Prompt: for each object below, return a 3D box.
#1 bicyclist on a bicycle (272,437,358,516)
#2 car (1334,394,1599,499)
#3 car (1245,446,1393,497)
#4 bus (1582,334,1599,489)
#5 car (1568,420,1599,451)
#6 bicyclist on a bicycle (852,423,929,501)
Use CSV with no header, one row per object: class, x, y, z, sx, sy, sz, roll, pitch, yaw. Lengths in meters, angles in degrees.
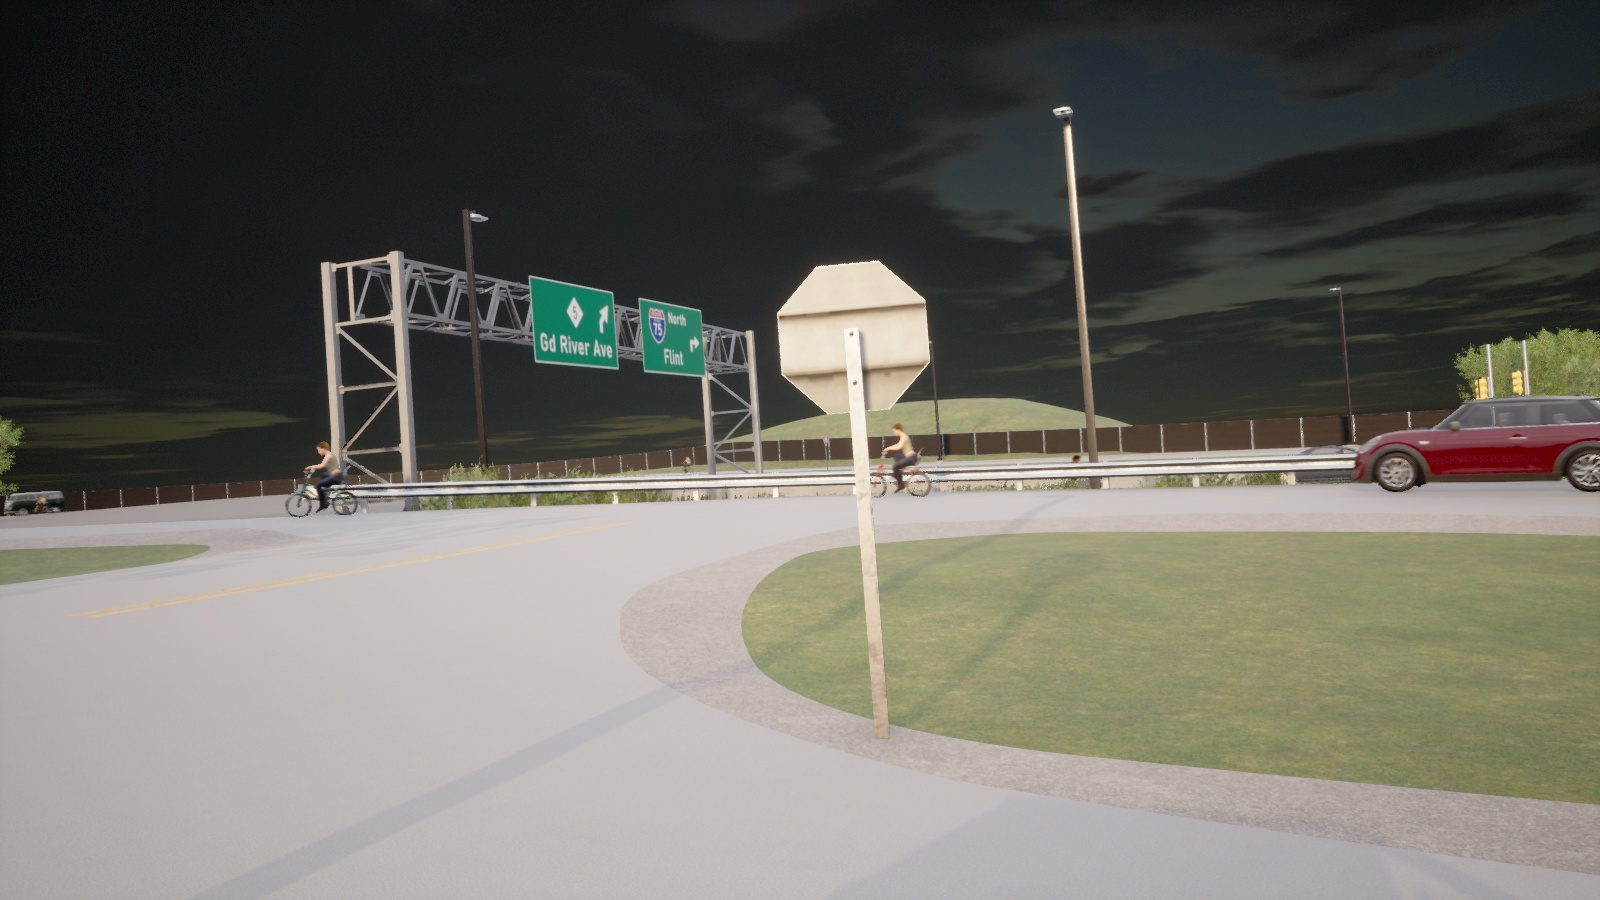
bicyclist on a bicycle,-10.391,0.565,26.937,1.509,1.612,0.866,-2,0,-7
car,12.461,-0.054,23.014,4.553,1.767,2.097,-1,1,35
car,16.457,0.687,39.995,4.181,1.385,1.994,-3,0,21
bus,26.639,-1.254,32.368,10.273,4.253,3.944,-3,0,21
car,38.283,-0.741,58.161,1.994,1.385,4.181,-3,1,-43
bicyclist on a bicycle,1.954,0.254,27.053,1.509,1.612,0.866,-2,1,11
